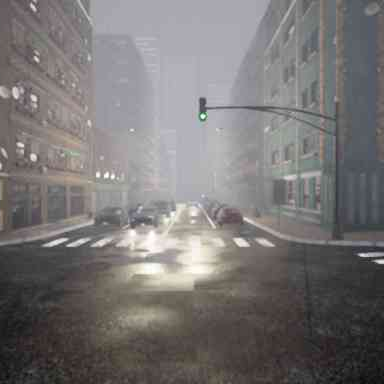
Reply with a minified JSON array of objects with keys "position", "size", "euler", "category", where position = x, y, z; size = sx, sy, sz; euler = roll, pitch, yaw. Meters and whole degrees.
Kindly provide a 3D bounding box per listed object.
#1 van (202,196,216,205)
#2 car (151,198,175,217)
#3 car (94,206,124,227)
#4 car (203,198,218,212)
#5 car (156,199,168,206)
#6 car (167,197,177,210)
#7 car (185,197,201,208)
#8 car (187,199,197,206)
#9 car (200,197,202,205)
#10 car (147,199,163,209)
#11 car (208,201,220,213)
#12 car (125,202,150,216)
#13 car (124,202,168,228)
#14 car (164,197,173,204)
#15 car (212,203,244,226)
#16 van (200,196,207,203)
[{"position":[2.707,1.588,46.089],"size":[1.690,1.788,3.998],"euler":[0,0,0],"category":"van"},{"position":[-3.080,1.682,33.636],"size":[1.837,1.490,4.892],"euler":[0,0,0],"category":"car"},{"position":[-5.684,1.691,24.011],"size":[1.947,1.339,4.313],"euler":[0,0,0],"category":"car"},{"position":[2.706,1.760,40.565],"size":[1.887,1.381,4.507],"euler":[0,0,0],"category":"car"},{"position":[-5.663,1.923,62.675],"size":[1.802,1.307,4.206],"euler":[0,0,0],"category":"car"},{"position":[-3.064,1.727,44.080],"size":[2.128,1.511,4.902],"euler":[0,0,0],"category":"car"},{"position":[0.028,1.814,53.452],"size":[1.812,1.442,4.674],"euler":[0,0,0],"category":"car"},{"position":[0.035,1.947,63.488],"size":[1.895,1.301,4.718],"euler":[0,0,0],"category":"car"},{"position":[2.712,1.844,51.612],"size":[1.947,1.339,4.313],"euler":[0,0,0],"category":"car"},{"position":[-5.669,1.823,51.629],"size":[1.887,1.381,4.507],"euler":[0,0,0],"category":"car"},{"position":[2.700,1.721,29.518],"size":[1.947,1.339,4.313],"euler":[0,0,0],"category":"car"},{"position":[-5.678,1.751,35.059],"size":[1.947,1.339,4.313],"euler":[0,0,0],"category":"car"},{"position":[-3.089,1.670,23.518],"size":[2.033,1.411,5.357],"euler":[0,0,0],"category":"car"},{"position":[-5.655,1.963,79.076],"size":[1.752,1.417,4.829],"euler":[0,0,0],"category":"car"},{"position":[2.697,1.707,23.995],"size":[1.802,1.307,4.206],"euler":[0,0,0],"category":"car"},{"position":[2.724,1.780,79.230],"size":[1.690,1.788,3.998],"euler":[-1,0,0],"category":"van"}]
